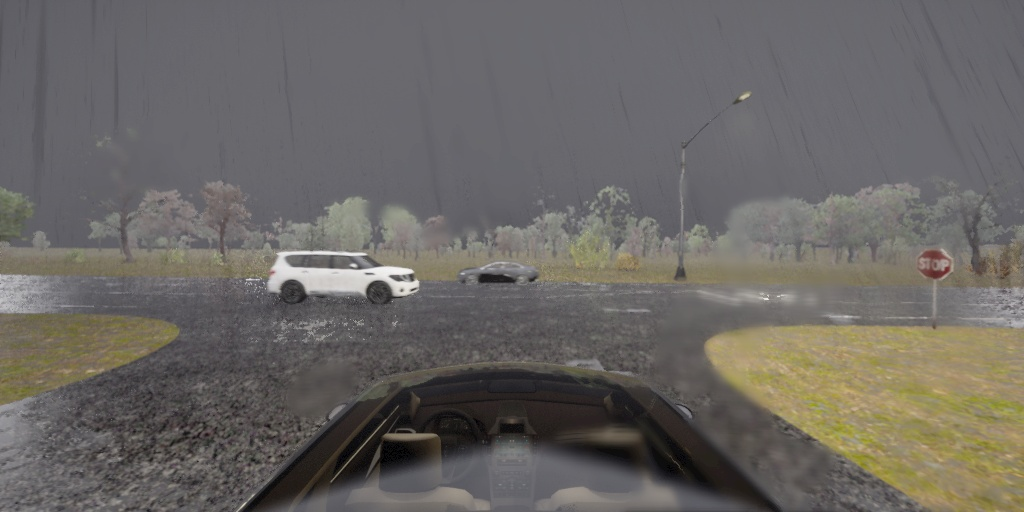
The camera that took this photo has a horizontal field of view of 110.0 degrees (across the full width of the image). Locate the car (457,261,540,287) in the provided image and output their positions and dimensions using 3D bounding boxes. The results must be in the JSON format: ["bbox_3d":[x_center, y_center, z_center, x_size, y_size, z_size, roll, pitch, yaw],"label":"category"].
[{"bbox_3d":[-0.770,1.031,21.368,4.902,1.511,2.128,1,1,1],"label":"car"}]

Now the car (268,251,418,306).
[{"bbox_3d":[-6.697,0.825,14.456,5.566,2.045,2.150,0,1,1],"label":"car"}]
